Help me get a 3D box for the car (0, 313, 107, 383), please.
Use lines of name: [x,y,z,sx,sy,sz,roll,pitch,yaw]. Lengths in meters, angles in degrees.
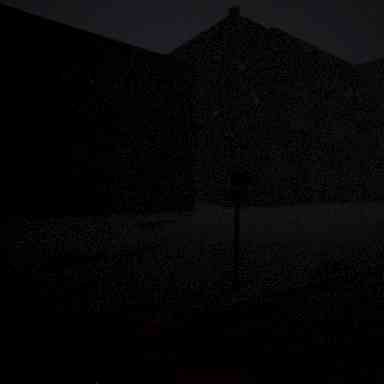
car: [-2.786,1.503,1.390,4.892,1.490,1.837,0,0,-36]
